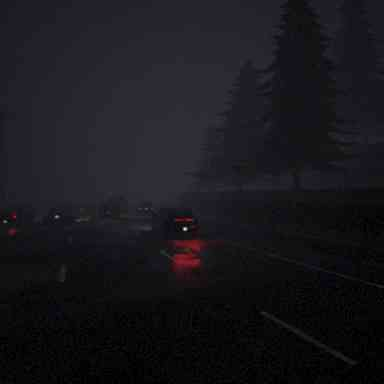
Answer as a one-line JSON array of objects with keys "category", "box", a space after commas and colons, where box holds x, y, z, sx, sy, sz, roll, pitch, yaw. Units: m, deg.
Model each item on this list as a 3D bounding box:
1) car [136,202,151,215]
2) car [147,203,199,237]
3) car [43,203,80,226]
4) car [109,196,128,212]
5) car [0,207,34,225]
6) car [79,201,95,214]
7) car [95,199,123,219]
[{"category": "car", "box": [-5.021, 1.737, 35.981, 2.033, 1.411, 5.357, -1, 0, -9]}, {"category": "car", "box": [-1.060, 1.587, 18.797, 1.837, 1.490, 4.892, -1, 0, -17]}, {"category": "car", "box": [-10.088, 1.764, 25.645, 1.994, 1.385, 4.181, -1, 0, -13]}, {"category": "car", "box": [-9.310, 1.478, 41.955, 2.150, 2.045, 5.566, -1, 0, -7]}, {"category": "car", "box": [-13.780, 1.839, 25.938, 1.895, 1.301, 4.718, -1, 0, -13]}, {"category": "car", "box": [-12.441, 1.801, 38.842, 1.812, 1.442, 4.674, -1, 0, -7]}, {"category": "car", "box": [-7.669, 1.675, 31.187, 1.882, 1.535, 5.008, -1, -1, -11]}]
